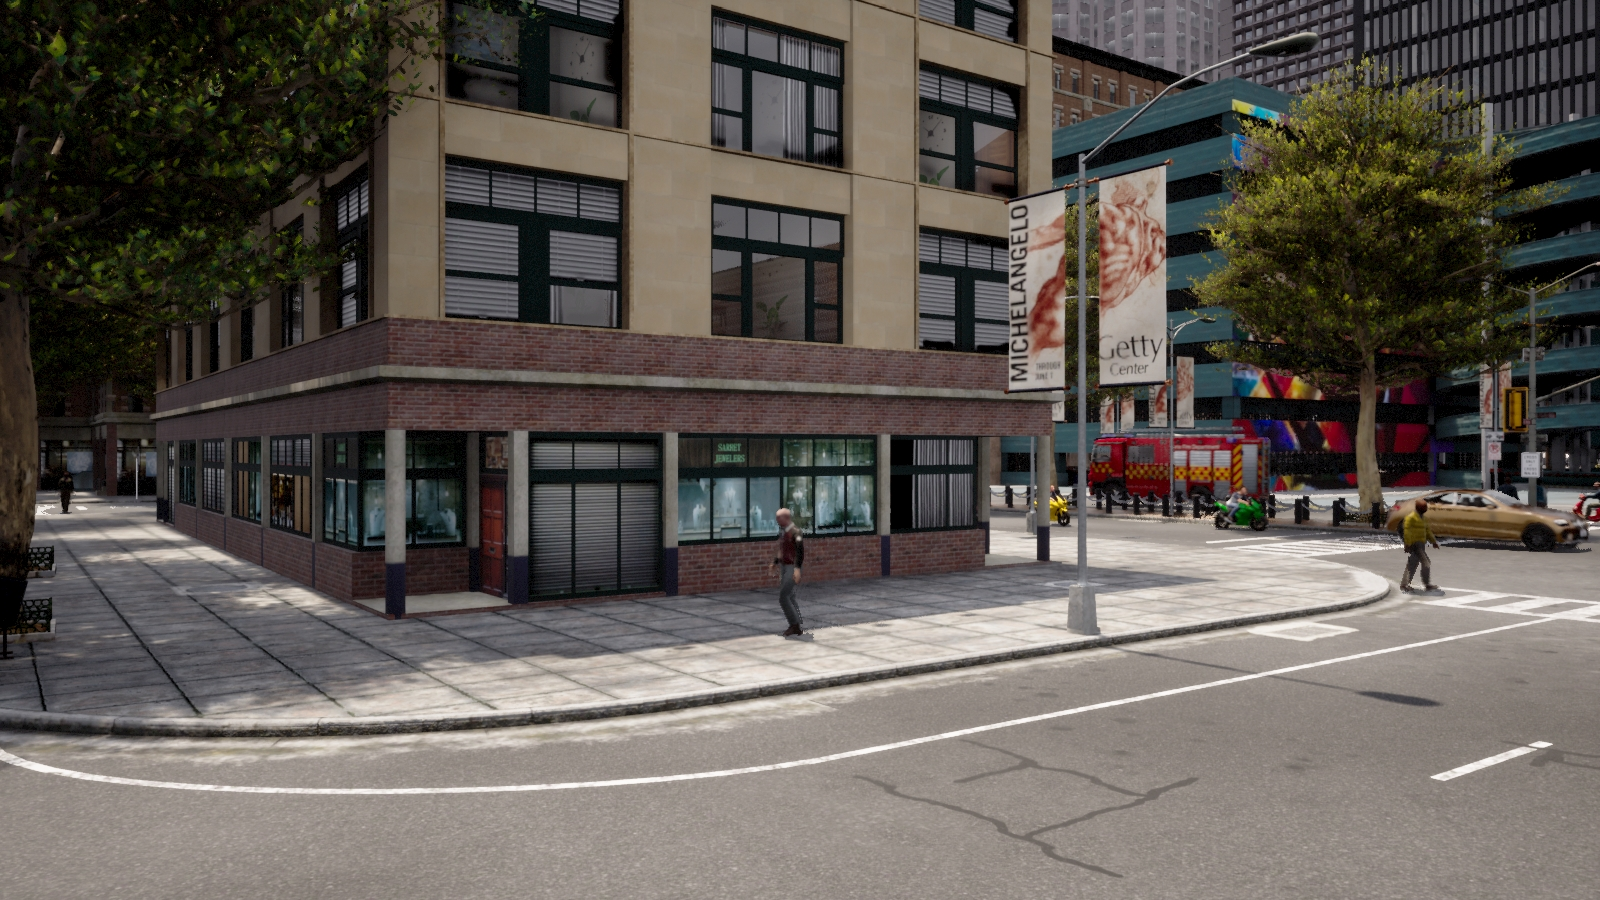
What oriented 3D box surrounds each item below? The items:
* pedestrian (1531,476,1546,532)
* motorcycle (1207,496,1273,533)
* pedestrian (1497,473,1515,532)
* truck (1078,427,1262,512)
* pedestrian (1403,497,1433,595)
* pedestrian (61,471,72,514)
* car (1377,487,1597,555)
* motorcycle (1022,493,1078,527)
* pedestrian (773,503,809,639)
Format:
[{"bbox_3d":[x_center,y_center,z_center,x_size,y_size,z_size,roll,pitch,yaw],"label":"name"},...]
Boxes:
[{"bbox_3d":[25.126,1.832,38.890,0.375,1.860,0.375,0,0,43],"label":"pedestrian"},{"bbox_3d":[15.149,2.199,39.364,0.803,1.145,2.033,0,0,-35],"label":"motorcycle"},{"bbox_3d":[22.768,1.688,36.863,0.375,1.860,0.375,0,0,-36],"label":"pedestrian"},{"bbox_3d":[17.766,0.872,55.526,2.891,3.827,8.468,0,0,-35],"label":"truck"},{"bbox_3d":[11.940,1.840,22.068,0.375,1.860,0.375,0,0,-31],"label":"pedestrian"},{"bbox_3d":[-32.091,1.847,49.959,0.375,1.860,0.375,0,0,-37],"label":"pedestrian"},{"bbox_3d":[19.784,1.978,33.097,2.152,1.651,5.027,0,0,-39],"label":"car"},{"bbox_3d":[9.194,2.200,42.117,0.803,1.145,2.033,0,0,-33],"label":"motorcycle"},{"bbox_3d":[-0.134,1.692,16.120,0.375,1.860,0.375,0,0,-28],"label":"pedestrian"}]
